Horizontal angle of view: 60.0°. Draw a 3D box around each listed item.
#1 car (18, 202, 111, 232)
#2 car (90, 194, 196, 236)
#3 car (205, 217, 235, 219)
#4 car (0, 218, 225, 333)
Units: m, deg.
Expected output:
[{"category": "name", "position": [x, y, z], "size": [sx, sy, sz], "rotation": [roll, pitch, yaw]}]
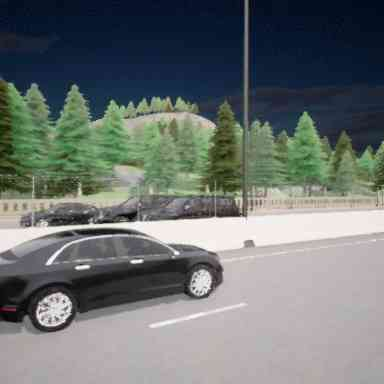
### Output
[{"category": "car", "position": [-7.529, 1.414, 19.889], "size": [4.892, 1.490, 1.837], "rotation": [0, 0, -33]}, {"category": "car", "position": [-2.688, 1.159, 18.867], "size": [5.566, 2.045, 2.150], "rotation": [0, 0, -33]}, {"category": "car", "position": [-0.124, 1.179, 16.351], "size": [5.566, 2.045, 2.150], "rotation": [0, 0, -33]}, {"category": "car", "position": [-1.532, 1.478, 6.761], "size": [4.892, 1.490, 1.837], "rotation": [0, 0, -34]}]
